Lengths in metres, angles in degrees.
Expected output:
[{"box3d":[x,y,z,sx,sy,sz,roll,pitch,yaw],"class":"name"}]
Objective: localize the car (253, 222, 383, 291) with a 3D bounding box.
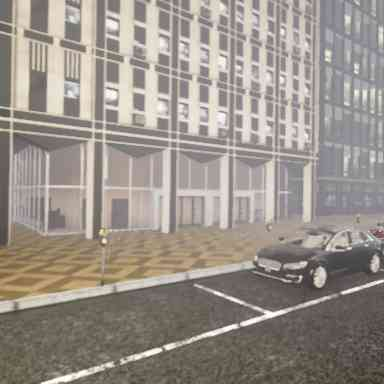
[{"box3d":[3.572,1.604,9.099,4.403,1.369,2.008,0,0,-36],"class":"car"}]
